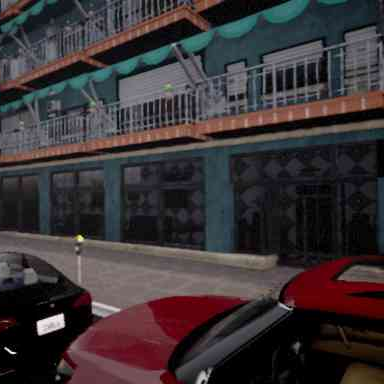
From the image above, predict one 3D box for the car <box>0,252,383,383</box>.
[{"bbox_3d":[1.253,1.314,1.841,5.009,1.841,2.192,-1,-1,36],"label":"car"}]
